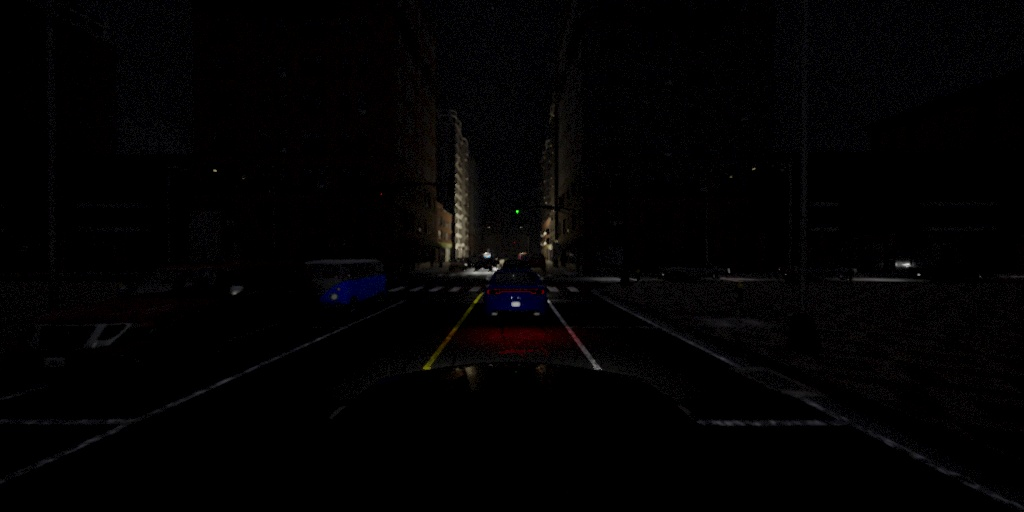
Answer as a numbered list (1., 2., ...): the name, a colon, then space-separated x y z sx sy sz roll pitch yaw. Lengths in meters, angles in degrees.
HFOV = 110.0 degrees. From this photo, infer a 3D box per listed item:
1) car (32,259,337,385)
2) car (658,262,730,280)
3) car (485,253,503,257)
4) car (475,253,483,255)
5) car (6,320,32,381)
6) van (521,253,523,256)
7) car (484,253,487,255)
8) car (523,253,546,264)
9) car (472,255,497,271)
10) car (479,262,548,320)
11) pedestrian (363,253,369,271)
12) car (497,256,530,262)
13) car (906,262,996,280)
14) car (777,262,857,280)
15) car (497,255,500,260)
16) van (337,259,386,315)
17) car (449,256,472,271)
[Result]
1. car: -5.858 1.018 7.111 2.192 1.841 5.009 0 0 0
2. car: 13.699 1.091 27.271 4.718 1.301 1.895 0 1 1
3. car: -3.052 0.673 60.707 2.033 1.411 5.357 0 1 0
4. car: -5.868 0.696 56.562 1.751 1.417 4.829 0 0 0
5. car: -5.858 1.317 1.471 1.948 1.339 4.313 0 0 0
6. van: 2.657 0.512 56.712 1.690 1.789 3.998 0 0 0
7. car: -5.869 0.421 62.388 2.192 1.841 5.009 0 0 0
8. car: 2.661 0.677 39.743 2.192 1.841 5.009 0 0 0
9. car: -3.105 0.905 40.137 2.033 1.411 5.357 0 1 0
10. car: 0.097 1.136 12.210 1.882 1.535 5.008 0 0 0
11. pedestrian: -12.557 0.597 30.706 0.375 1.860 0.375 0 1 1
12. car: 0.096 0.997 26.635 1.837 1.490 4.892 0 1 0
13. car: 32.853 1.107 26.981 4.718 1.301 1.895 0 1 1
14. car: 22.940 1.097 27.143 4.718 1.301 1.895 0 1 1
15. car: -3.091 0.847 50.049 1.895 1.301 4.718 0 1 0
16. van: -5.860 0.994 12.752 1.690 1.789 3.998 0 0 0
17. car: -5.865 0.887 39.598 1.751 1.417 4.829 0 0 0
